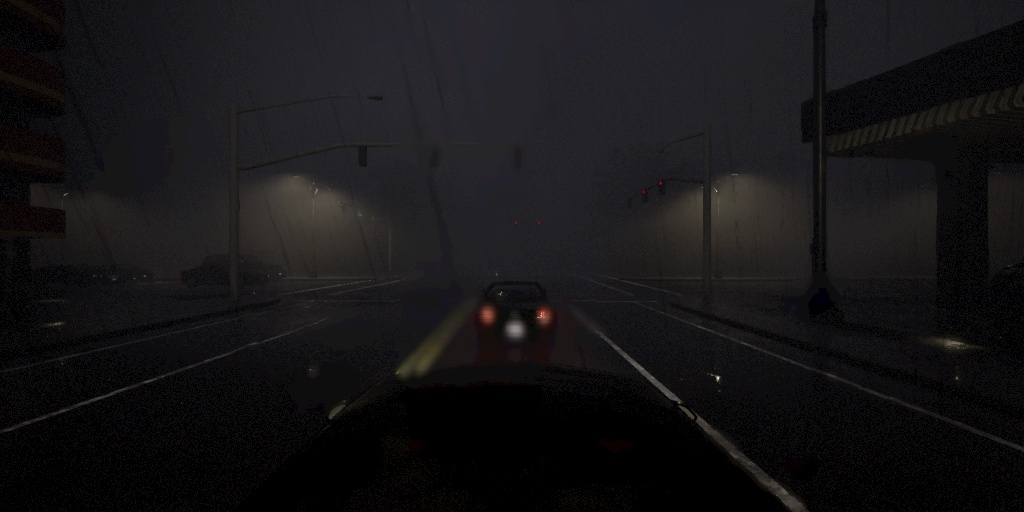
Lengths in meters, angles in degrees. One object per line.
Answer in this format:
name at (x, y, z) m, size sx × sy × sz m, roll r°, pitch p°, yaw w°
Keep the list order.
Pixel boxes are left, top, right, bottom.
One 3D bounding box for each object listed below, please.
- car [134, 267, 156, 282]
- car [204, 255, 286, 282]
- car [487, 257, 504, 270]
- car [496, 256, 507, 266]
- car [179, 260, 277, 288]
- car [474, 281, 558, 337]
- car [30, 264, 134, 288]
car at (-29.305, 1.314, 26.688) m, size 4.181 × 1.385 × 1.994 m, roll 0°, pitch 0°, yaw 0°
car at (-19.887, 0.971, 26.537) m, size 5.566 × 2.045 × 2.150 m, roll 0°, pitch 0°, yaw 1°
car at (-2.709, 1.241, 53.963) m, size 2.128 × 1.511 × 4.902 m, roll 0°, pitch 0°, yaw 1°
car at (-2.586, 1.241, 64.147) m, size 2.128 × 1.511 × 4.902 m, roll 0°, pitch 0°, yaw 1°
car at (-18.327, 1.228, 22.989) m, size 5.008 × 1.535 × 1.882 m, roll 0°, pitch 0°, yaw 1°
car at (0.099, 1.351, 10.218) m, size 1.895 × 1.301 × 4.718 m, roll 0°, pitch 0°, yaw 0°
car at (-28.121, 1.241, 23.168) m, size 4.902 × 1.511 × 2.128 m, roll 0°, pitch 0°, yaw 1°
